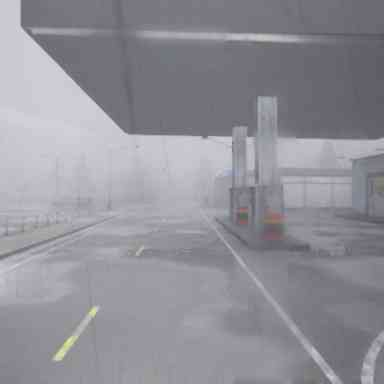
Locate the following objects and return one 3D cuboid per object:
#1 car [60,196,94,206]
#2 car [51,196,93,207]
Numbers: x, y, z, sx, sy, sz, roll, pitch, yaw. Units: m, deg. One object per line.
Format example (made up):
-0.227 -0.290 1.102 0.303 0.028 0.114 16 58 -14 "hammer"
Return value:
-17.524 1.381 50.723 4.514 1.523 2.007 0 0 -2 "car"
-17.390 1.375 47.589 5.027 1.636 2.152 0 0 -2 "car"
